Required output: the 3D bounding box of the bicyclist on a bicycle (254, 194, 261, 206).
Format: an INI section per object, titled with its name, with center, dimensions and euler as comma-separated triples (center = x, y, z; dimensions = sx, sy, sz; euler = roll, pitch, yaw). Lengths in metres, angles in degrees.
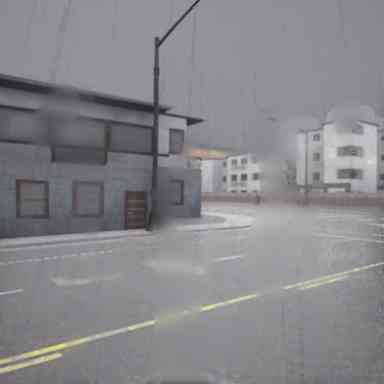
[bicyclist on a bicycle]
center = 9.487, 1.163, 48.104
dimensions = 0.582, 1.620, 1.656
euler = 2, 0, 44
